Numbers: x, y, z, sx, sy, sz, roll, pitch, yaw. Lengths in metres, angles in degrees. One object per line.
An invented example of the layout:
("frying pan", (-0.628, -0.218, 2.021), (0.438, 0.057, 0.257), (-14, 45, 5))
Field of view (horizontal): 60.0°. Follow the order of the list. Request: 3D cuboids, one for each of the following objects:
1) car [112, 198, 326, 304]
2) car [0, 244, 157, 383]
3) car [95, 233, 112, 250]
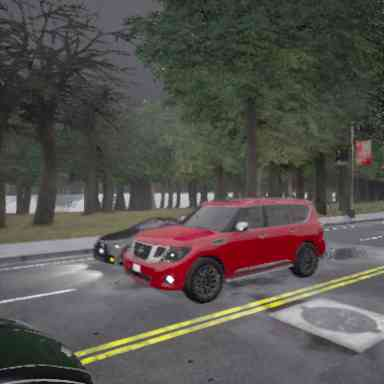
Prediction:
("car", (1.103, 1.197, 8.475), (5.566, 2.045, 2.150), (0, 0, -36))
("car", (-2.686, 1.359, 1.526), (4.553, 1.767, 2.097), (0, 0, -36))
("car", (-1.034, 1.542, 10.943), (4.181, 1.385, 1.994), (0, 0, -36))
